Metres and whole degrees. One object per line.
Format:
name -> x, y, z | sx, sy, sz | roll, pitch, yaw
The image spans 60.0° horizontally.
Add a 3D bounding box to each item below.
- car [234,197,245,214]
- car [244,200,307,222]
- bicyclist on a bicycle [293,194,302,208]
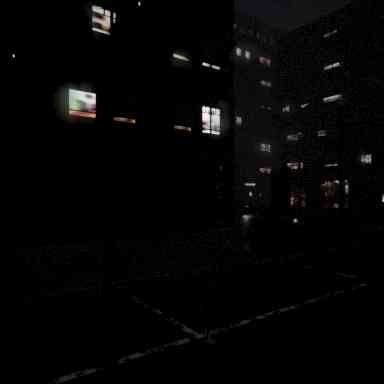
car -> 4.229, 1.222, 31.362 | 1.812, 1.442, 4.674 | 0, 1, -36
car -> 6.254, 1.342, 24.195 | 2.008, 1.369, 4.403 | 1, 0, -36
bicyclist on a bicycle -> 11.503, 1.011, 36.215 | 1.656, 1.620, 0.582 | 0, 1, -36
